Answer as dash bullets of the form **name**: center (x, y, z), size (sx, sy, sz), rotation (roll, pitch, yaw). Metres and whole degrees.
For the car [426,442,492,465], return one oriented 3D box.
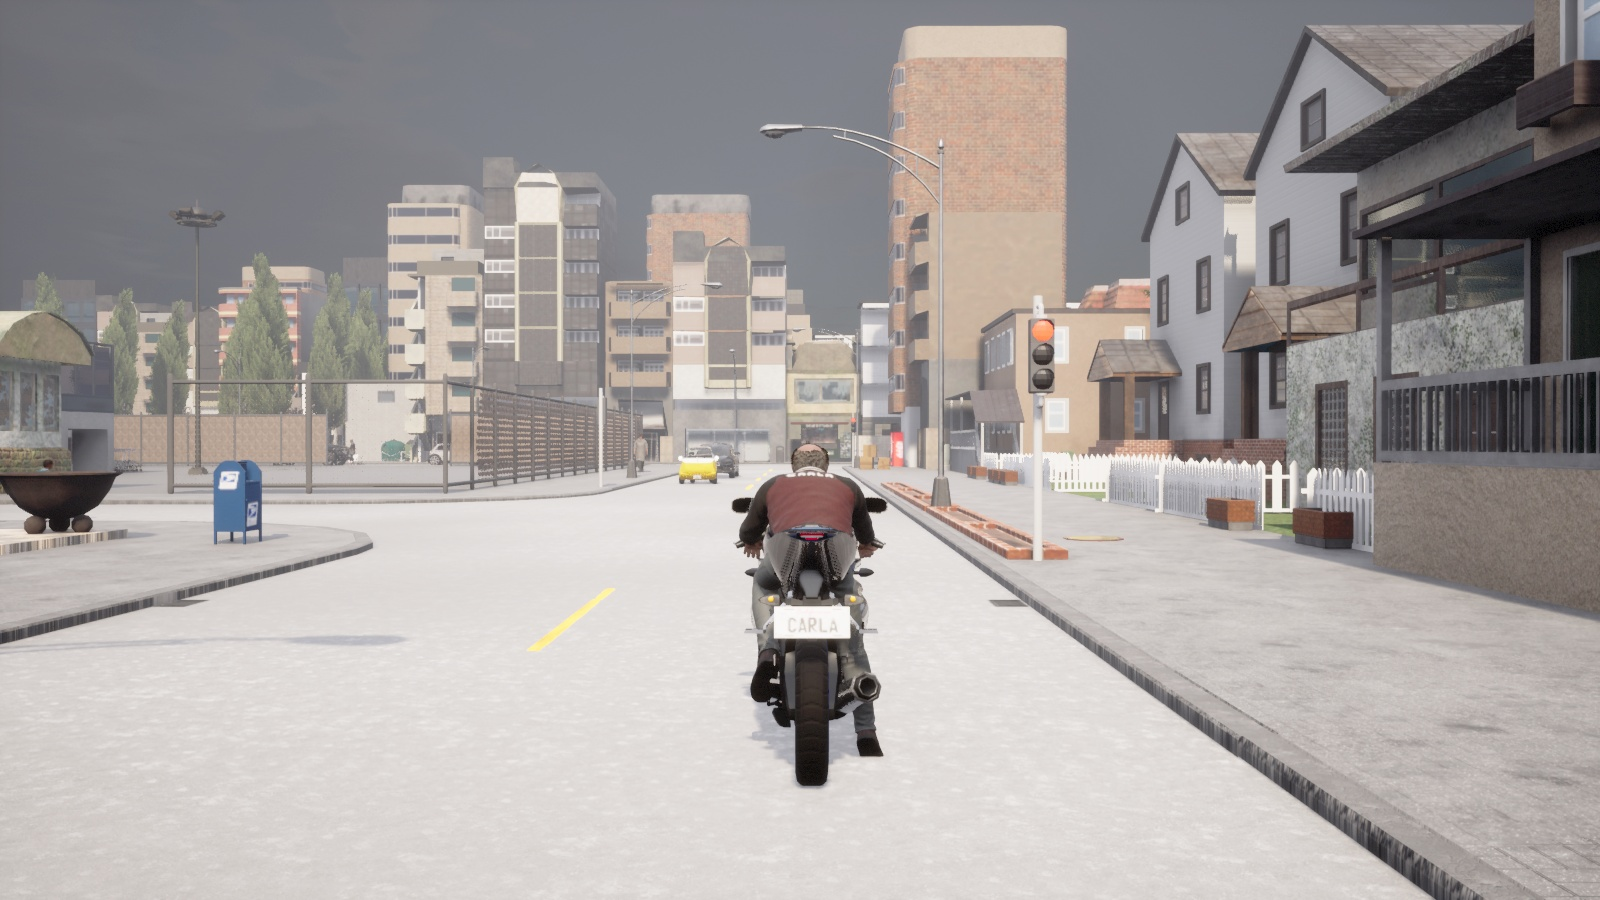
- **car**: center (-22.269, 0.230, 82.157), size (3.806, 1.475, 1.970), rotation (0, 0, 1)

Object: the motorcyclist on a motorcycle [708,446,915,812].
- **motorcyclist on a motorcycle**: center (0.050, 0.746, 6.352), size (0.866, 1.530, 2.191), rotation (0, 0, 0)

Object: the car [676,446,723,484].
- **car**: center (-3.681, 0.537, 46.247), size (1.481, 1.376, 2.207), rotation (0, 0, 1)

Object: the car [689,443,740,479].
- **car**: center (-3.660, 0.441, 54.512), size (1.837, 1.490, 4.892), rotation (0, 0, 1)

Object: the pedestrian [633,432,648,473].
- **pedestrian**: center (-7.558, 0.114, 59.602), size (0.659, 1.952, 0.873), rotation (0, 0, -4)

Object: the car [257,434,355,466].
- **car**: center (-32.279, -0.025, 82.213), size (5.566, 2.045, 2.150), rotation (0, 0, 1)
